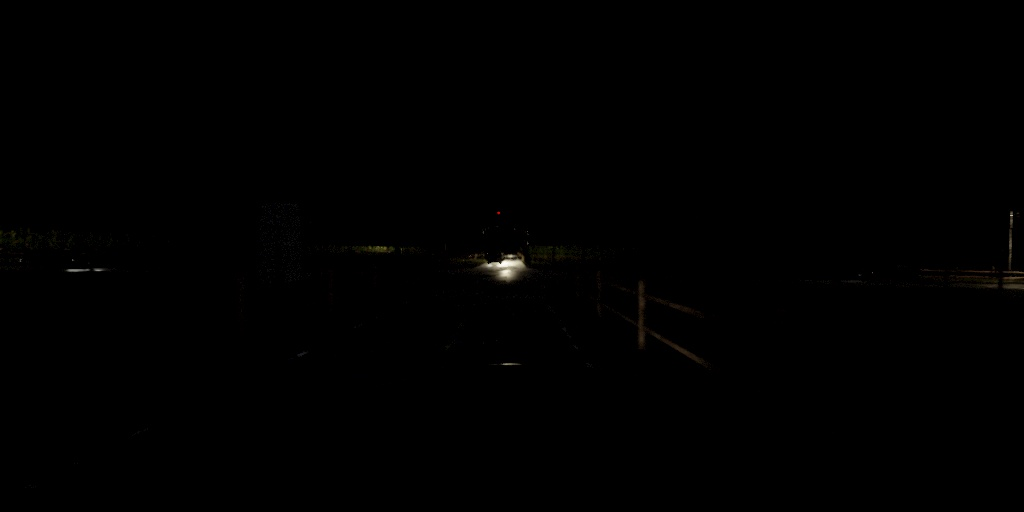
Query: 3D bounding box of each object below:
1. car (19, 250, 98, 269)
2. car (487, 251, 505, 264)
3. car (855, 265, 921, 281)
[{"bbox_3d":[-36.616,0.250,29.023,4.892,1.490,1.837,1,1,0],"label":"car"},{"bbox_3d":[-2.723,0.318,57.864,2.150,2.045,5.566,0,3,0],"label":"car"},{"bbox_3d":[34.184,1.534,32.690,4.902,1.511,2.128,1,1,0],"label":"car"}]
